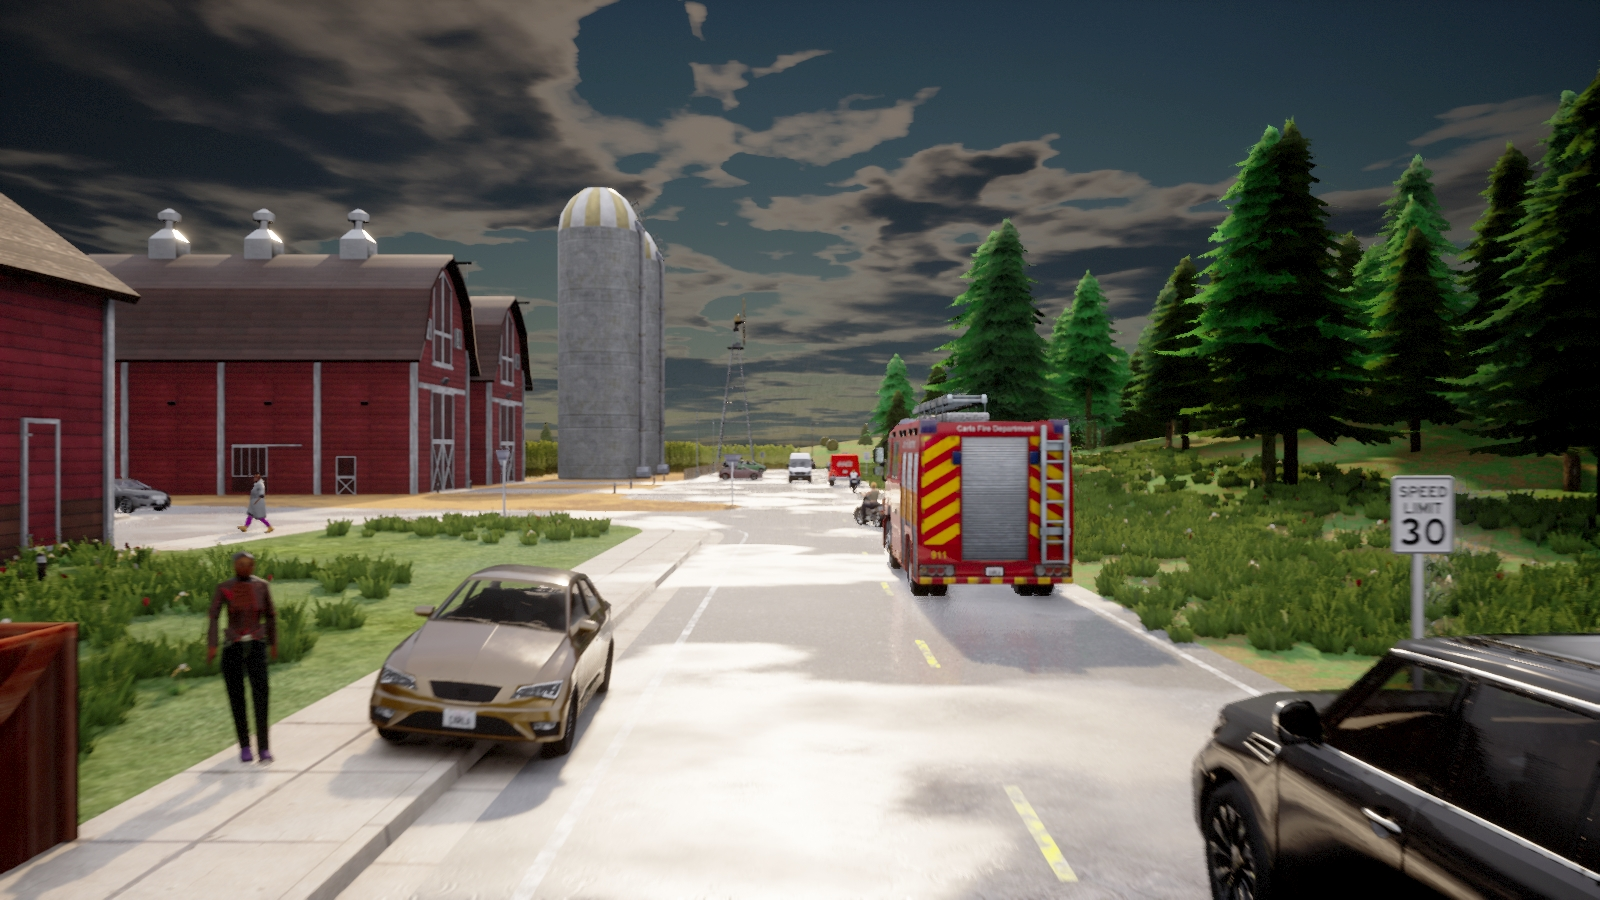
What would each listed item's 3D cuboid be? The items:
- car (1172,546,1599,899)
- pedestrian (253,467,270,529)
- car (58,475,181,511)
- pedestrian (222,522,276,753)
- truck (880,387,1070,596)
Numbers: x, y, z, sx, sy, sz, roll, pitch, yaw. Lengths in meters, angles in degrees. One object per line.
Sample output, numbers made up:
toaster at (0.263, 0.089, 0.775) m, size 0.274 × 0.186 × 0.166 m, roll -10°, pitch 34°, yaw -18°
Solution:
car at (3.511, 1.638, 4.684) m, size 2.150 × 2.045 × 5.566 m, roll 0°, pitch 0°, yaw 0°
pedestrian at (-16.532, 1.468, 35.086) m, size 0.375 × 1.860 × 0.375 m, roll 0°, pitch 0°, yaw -43°
car at (-30.593, 1.899, 51.389) m, size 4.902 × 1.511 × 2.128 m, roll 0°, pitch 0°, yaw 20°
pedestrian at (-4.649, 1.555, 9.637) m, size 0.375 × 1.860 × 0.375 m, roll 0°, pitch 0°, yaw -32°
truck at (3.499, 0.751, 25.160) m, size 2.891 × 3.827 × 8.468 m, roll 0°, pitch 0°, yaw 0°
